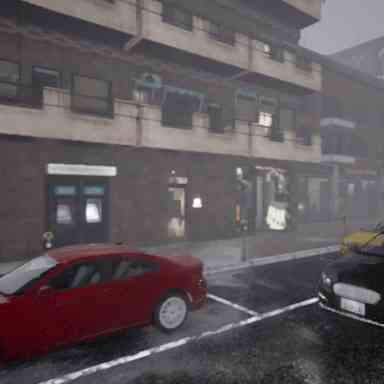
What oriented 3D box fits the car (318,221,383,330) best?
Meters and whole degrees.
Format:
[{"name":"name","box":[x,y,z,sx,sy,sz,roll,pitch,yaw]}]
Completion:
[{"name":"car","box":[4.472,1.490,6.521,4.902,1.511,2.128,0,0,-35]}]

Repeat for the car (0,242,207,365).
[{"name":"car","box":[-1.835,1.545,5.245,4.507,1.381,1.887,0,0,-35]}]
